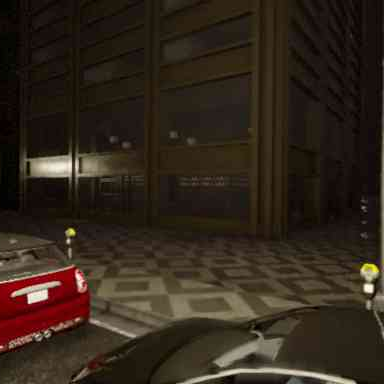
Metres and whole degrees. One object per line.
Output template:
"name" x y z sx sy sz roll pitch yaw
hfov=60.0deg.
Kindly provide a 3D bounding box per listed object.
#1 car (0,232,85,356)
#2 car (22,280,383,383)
"car" -3.620 1.394 5.540 4.097 1.590 1.967 1 1 35
"car" 0.940 1.563 2.290 4.313 1.339 1.947 1 1 35
